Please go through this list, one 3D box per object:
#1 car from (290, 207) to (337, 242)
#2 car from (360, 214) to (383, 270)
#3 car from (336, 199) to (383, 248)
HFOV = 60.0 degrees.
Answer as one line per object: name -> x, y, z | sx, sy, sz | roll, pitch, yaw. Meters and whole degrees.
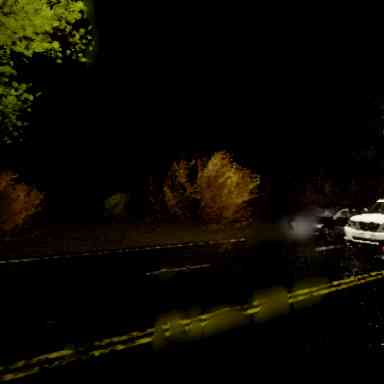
car -> 6.893, 1.496, 16.484 | 4.902, 1.511, 2.128 | 1, 1, -35
car -> 6.491, 1.477, 7.955 | 5.357, 1.411, 2.033 | 5, -1, -35
car -> 8.661, 1.290, 13.728 | 5.566, 2.045, 2.150 | 1, 1, -35
